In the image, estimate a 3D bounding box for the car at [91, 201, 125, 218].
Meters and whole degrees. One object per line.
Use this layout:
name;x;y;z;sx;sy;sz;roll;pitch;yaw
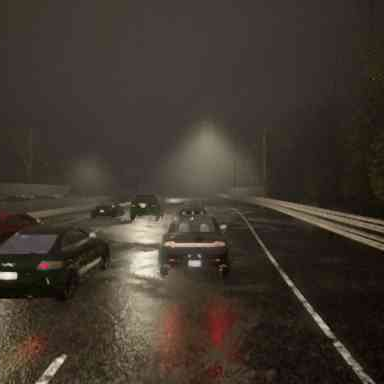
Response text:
car;-6.930;1.425;27.651;1.994;1.385;4.181;0;0;0

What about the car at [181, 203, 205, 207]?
car;0.066;1.473;25.478;1.895;1.301;4.718;0;0;0

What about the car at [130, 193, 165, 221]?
car;-3.431;1.089;26.092;2.150;2.045;5.566;0;0;0

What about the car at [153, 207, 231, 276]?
car;0.073;1.438;10.121;2.128;1.511;4.902;0;0;0

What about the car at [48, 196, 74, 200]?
car;-17.602;1.275;46.225;2.128;1.511;4.902;0;0;0

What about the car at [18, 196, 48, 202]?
car;-21.101;1.332;45.509;2.033;1.411;5.357;0;0;0

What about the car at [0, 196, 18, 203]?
car;-24.598;1.290;45.851;1.837;1.490;4.892;0;0;0

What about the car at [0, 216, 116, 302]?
car;-3.434;1.521;8.244;1.994;1.385;4.181;0;0;0

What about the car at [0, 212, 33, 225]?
car;-6.920;1.460;12.521;1.812;1.442;4.674;0;0;0
